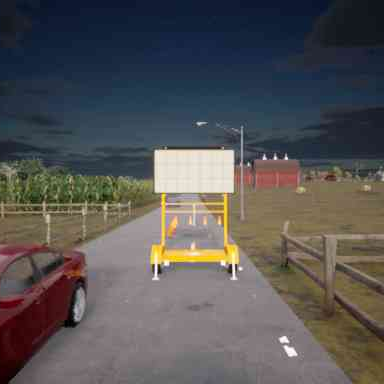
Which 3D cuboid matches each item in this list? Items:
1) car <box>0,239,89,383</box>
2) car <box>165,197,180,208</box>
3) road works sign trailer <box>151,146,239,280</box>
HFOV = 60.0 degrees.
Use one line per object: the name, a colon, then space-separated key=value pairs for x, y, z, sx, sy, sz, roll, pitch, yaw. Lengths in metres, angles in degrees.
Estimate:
car: x=-2.836 y=1.475 z=4.169 sx=1.882 sy=1.535 sz=5.008 roll=0 pitch=0 yaw=0
car: x=-2.707 y=1.440 z=46.939 sx=1.882 sy=1.535 sz=5.008 roll=0 pitch=0 yaw=0
road works sign trailer: x=0.068 y=0.457 z=9.893 sx=2.380 sy=3.560 sz=2.880 roll=0 pitch=0 yaw=0
